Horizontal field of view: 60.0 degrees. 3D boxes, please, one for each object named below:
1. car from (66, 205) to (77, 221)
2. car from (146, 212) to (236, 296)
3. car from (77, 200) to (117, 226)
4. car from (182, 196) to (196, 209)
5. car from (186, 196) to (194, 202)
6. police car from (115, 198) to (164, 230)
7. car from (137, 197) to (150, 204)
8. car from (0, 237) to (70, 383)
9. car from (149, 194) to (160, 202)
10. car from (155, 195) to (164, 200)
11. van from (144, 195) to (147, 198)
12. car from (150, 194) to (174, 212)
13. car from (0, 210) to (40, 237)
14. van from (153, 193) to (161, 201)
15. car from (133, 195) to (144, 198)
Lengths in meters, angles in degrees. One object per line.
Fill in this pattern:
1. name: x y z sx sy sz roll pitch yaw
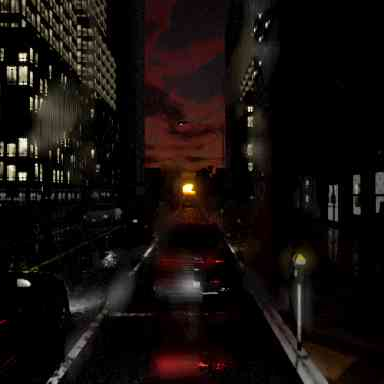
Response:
1. car: -8.832 1.575 27.183 1.802 1.307 4.206 0 0 0
2. car: 0.000 1.503 8.649 1.837 1.490 4.892 0 0 0
3. car: -6.232 1.520 23.417 1.812 1.442 4.674 0 0 0
4. car: -0.452 1.548 44.248 1.947 1.339 4.313 0 0 0
5. car: -0.452 1.533 78.399 1.802 1.307 4.206 0 0 0
6. police car: -3.144 1.421 21.008 1.930 1.638 5.238 0 0 0
7. car: -8.832 1.550 61.338 1.802 1.307 4.206 0 0 0
8. car: -3.050 1.565 3.936 1.994 1.385 4.181 0 0 0
9. car: -8.832 1.391 78.413 1.967 1.590 4.097 0 0 0
10. car: -8.832 1.504 89.799 1.947 1.339 4.313 0 0 0
11. van: -8.832 1.315 55.646 1.690 1.788 3.998 0 0 0
12. car: -3.048 1.339 35.767 2.097 1.767 4.553 0 0 0
13. car: -8.833 1.563 15.800 1.947 1.339 4.313 0 0 0
14. van: -8.831 1.285 84.106 1.690 1.788 3.998 0 0 0
15. car: -8.833 1.523 49.953 1.887 1.381 4.507 0 0 0
